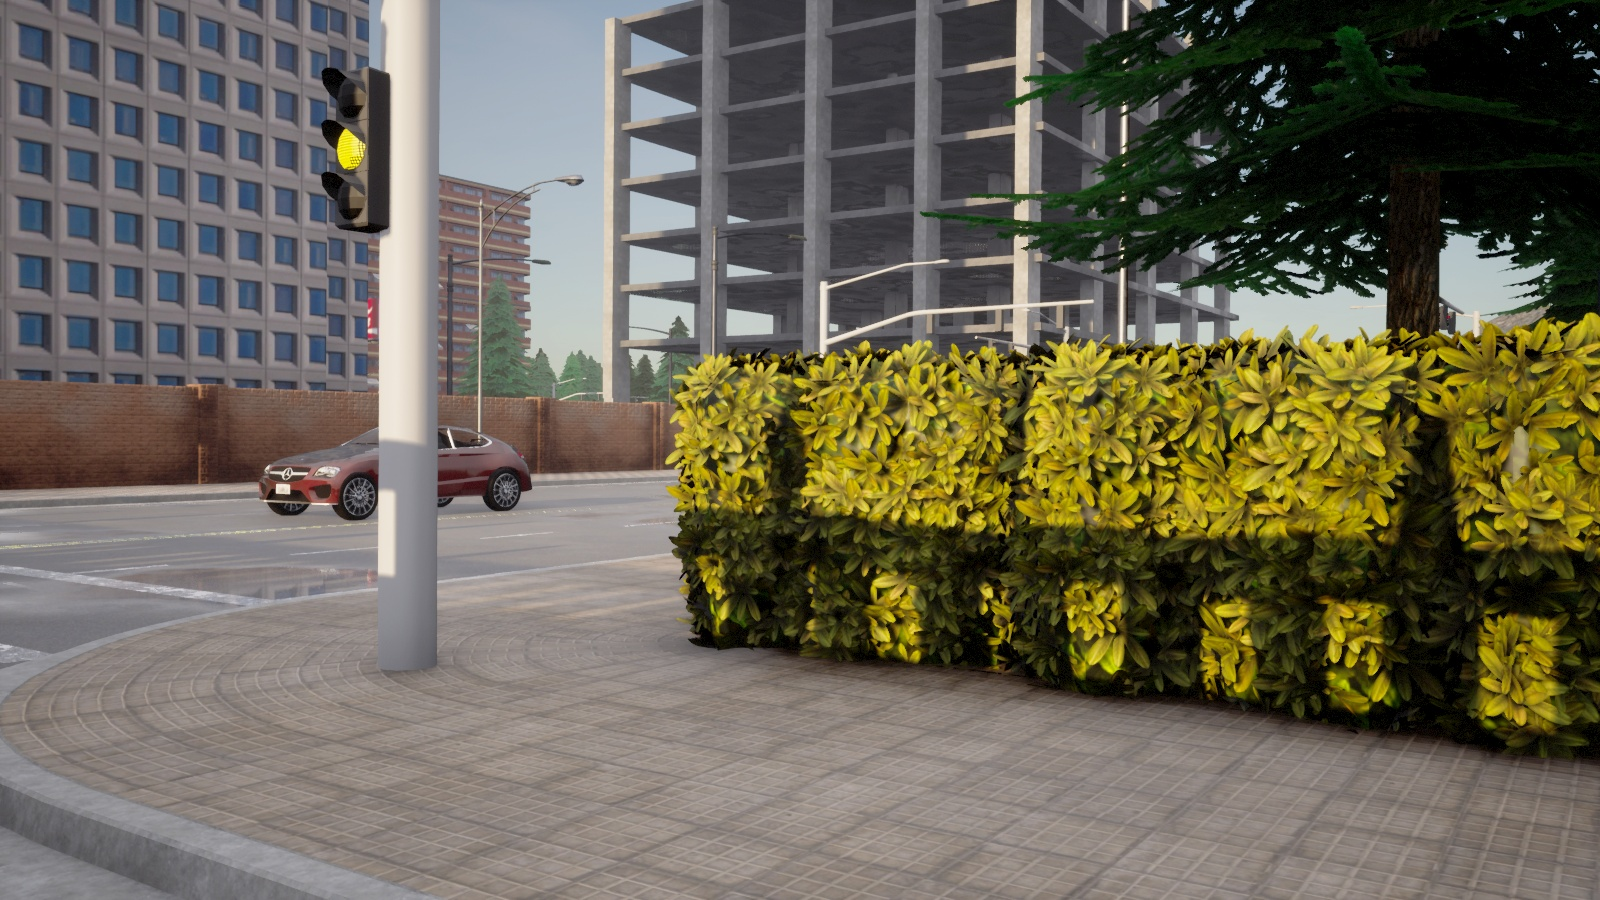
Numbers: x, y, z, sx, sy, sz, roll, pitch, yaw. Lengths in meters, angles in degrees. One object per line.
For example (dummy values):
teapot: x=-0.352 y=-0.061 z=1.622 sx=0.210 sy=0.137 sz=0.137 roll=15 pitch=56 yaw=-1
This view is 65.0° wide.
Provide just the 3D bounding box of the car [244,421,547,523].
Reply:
car: x=-7.250 y=0.316 z=23.069 sx=2.152 sy=1.651 sz=5.027 roll=0 pitch=1 yaw=33
